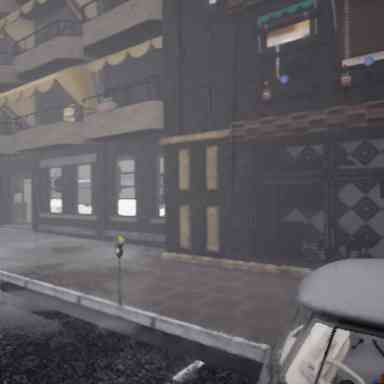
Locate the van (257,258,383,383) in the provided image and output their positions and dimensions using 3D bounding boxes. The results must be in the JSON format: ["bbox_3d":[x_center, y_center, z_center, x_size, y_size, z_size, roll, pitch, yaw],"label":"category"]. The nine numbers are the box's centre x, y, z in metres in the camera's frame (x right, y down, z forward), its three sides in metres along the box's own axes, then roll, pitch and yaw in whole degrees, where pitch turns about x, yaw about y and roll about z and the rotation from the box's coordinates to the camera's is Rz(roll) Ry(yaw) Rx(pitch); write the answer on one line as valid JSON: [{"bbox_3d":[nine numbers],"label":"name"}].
[{"bbox_3d":[2.170,1.341,1.343,3.998,1.788,1.690,0,-1,36],"label":"van"}]
